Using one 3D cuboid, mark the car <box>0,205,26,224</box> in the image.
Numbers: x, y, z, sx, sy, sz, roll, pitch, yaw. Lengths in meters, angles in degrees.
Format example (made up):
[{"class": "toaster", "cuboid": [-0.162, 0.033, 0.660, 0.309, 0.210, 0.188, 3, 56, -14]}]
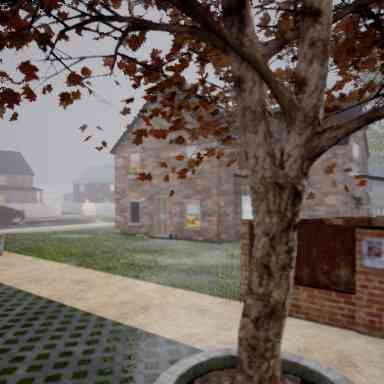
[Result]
[{"class": "car", "cuboid": [-15.998, 1.807, 26.582, 1.882, 1.535, 5.008, 0, -2, 35]}]
